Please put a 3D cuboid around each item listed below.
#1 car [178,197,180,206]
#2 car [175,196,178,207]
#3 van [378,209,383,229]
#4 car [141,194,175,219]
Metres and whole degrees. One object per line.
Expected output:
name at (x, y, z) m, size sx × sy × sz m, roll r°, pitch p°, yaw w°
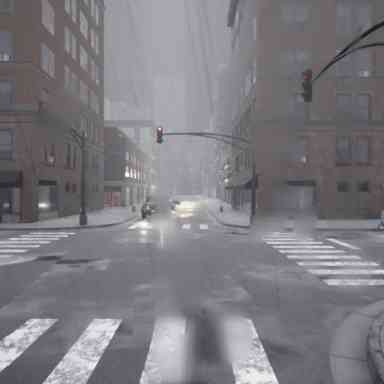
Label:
car at (-3.032, 1.503, 56.916) m, size 1.882 × 1.535 × 5.008 m, roll 0°, pitch 0°, yaw 0°
car at (-3.079, 1.547, 41.236) m, size 1.812 × 1.442 × 4.674 m, roll 0°, pitch 0°, yaw 0°
van at (12.064, 1.358, 17.445) m, size 3.998 × 1.788 × 1.690 m, roll 0°, pitch 0°, yaw 0°
car at (-3.072, 1.236, 29.834) m, size 2.150 × 2.045 × 5.566 m, roll 0°, pitch 0°, yaw 2°
